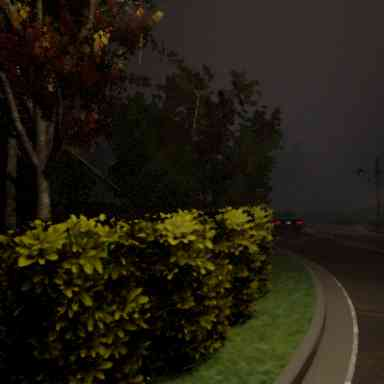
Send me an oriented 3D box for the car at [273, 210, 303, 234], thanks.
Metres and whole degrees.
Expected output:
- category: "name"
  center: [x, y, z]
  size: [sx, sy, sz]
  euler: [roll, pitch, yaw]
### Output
- category: "car"
  center: [5.899, 1.896, 21.948]
  size: [2.033, 1.411, 5.357]
  euler: [-1, -1, 6]
